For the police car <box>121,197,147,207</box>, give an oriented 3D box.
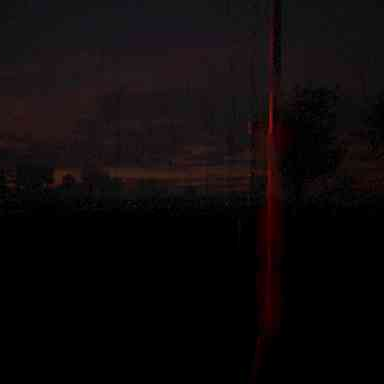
[{"bbox_3d":[-10.148,1.715,58.436,1.930,1.638,5.238,-1,-1,36],"label":"police car"}]
